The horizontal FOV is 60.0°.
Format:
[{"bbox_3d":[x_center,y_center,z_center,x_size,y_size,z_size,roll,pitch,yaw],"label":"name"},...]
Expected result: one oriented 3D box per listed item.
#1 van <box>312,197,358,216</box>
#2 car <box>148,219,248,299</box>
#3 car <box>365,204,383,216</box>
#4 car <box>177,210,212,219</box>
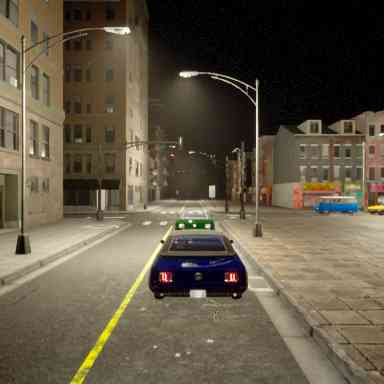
[{"bbox_3d":[13.835,1.337,32.107,3.998,1.788,1.690,0,0,0],"label":"van"},{"bbox_3d":[0.123,1.601,8.386,1.895,1.301,4.718,0,0,0],"label":"car"},{"bbox_3d":[19.277,1.517,32.082,4.829,1.417,1.752,0,0,0],"label":"car"},{"bbox_3d":[0.153,1.600,17.640,1.895,1.301,4.718,0,0,1],"label":"car"}]
